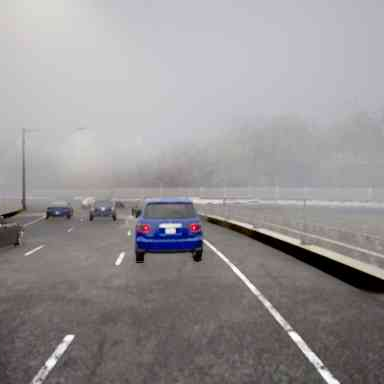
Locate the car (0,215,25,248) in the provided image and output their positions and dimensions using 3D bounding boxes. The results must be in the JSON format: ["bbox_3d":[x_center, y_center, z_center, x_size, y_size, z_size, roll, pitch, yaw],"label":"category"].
[{"bbox_3d":[-7.919,1.545,12.456,1.837,1.490,4.892,0,0,-7],"label":"car"}]

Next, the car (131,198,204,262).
[{"bbox_3d":[-0.926,1.235,12.371,2.150,2.045,5.566,0,0,-6],"label":"car"}]

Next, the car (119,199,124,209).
[{"bbox_3d":[-11.025,1.605,47.539,1.812,1.442,4.674,0,0,-25],"label":"car"}]

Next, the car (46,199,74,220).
[{"bbox_3d":[-11.602,1.545,29.351,1.882,1.535,5.008,0,0,-16],"label":"car"}]

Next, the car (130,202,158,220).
[{"bbox_3d":[-4.421,1.642,30.199,1.895,1.301,4.718,0,0,-16],"label":"car"}]

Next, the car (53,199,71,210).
[{"bbox_3d":[-17.993,1.668,45.877,1.994,1.385,4.181,0,0,-26],"label":"car"}]

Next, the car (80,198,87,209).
[{"bbox_3d":[-14.577,1.618,46.881,1.812,1.442,4.674,0,0,-26],"label":"car"}]

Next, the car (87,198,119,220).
[{"bbox_3d":[-7.714,1.405,28.824,2.097,1.767,4.553,0,0,-15],"label":"car"}]
